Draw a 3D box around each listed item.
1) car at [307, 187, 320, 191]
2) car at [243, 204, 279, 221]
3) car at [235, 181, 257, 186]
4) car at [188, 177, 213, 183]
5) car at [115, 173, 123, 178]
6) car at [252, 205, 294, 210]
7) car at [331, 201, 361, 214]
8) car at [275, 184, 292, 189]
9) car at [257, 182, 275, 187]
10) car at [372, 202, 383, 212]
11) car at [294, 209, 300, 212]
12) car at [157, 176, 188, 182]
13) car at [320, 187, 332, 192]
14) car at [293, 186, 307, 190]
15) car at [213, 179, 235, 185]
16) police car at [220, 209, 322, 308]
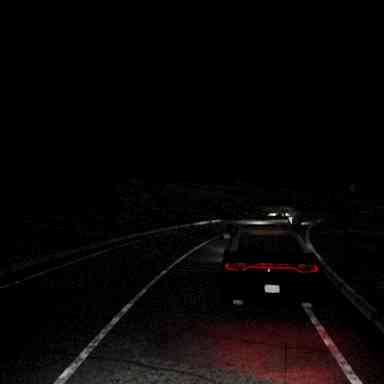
[{"bbox_3d":[28.441,-0.495,81.506,4.892,1.521,2.231,3,-6,-37],"label":"car"},{"bbox_3d":[6.846,1.991,32.668,1.812,1.442,4.674,-3,-3,34],"label":"car"},{"bbox_3d":[10.313,-1.522,68.755,5.008,1.535,2.097,3,-5,-32],"label":"car"},{"bbox_3d":[0.853,-1.980,62.973,4.892,1.521,2.231,2,-5,-30],"label":"car"},{"bbox_3d":[-13.437,-2.667,54.829,4.553,1.767,2.185,2,-5,-30],"label":"car"},{"bbox_3d":[4.183,1.559,17.520,1.801,1.575,5.366,-2,-1,19],"label":"car"},{"bbox_3d":[19.317,1.862,41.750,4.553,1.767,2.097,1,-4,-41],"label":"car"},{"bbox_3d":[19.636,-0.988,75.031,4.792,1.488,2.163,3,-6,-35],"label":"car"},{"bbox_3d":[14.927,-1.404,71.792,4.553,1.767,2.185,3,-5,-33],"label":"car"},{"bbox_3d":[28.384,2.208,48.635,4.181,1.385,1.994,0,-4,-29],"label":"car"},{"bbox_3d":[6.264,1.691,22.654,1.812,1.442,4.674,-2,-2,25],"label":"car"},{"bbox_3d":[-3.935,-2.177,60.235,4.892,1.521,2.231,2,-5,-30],"label":"car"},{"bbox_3d":[32.863,-0.321,84.998,4.553,1.767,2.185,4,-6,-38],"label":"car"},{"bbox_3d":[24.113,-0.719,78.248,4.674,1.452,2.002,3,-6,-36],"label":"car"},{"bbox_3d":[5.614,-1.718,65.810,4.674,1.452,2.002,3,-5,-31],"label":"car"},{"bbox_3d":[1.784,1.450,8.192,1.930,1.638,5.238,-1,0,10],"label":"police car"}]
